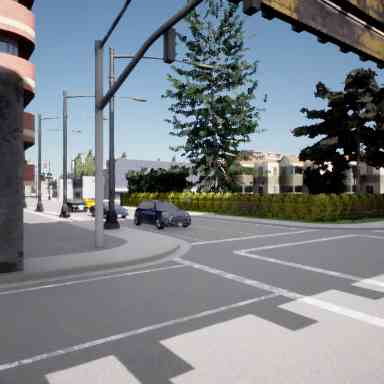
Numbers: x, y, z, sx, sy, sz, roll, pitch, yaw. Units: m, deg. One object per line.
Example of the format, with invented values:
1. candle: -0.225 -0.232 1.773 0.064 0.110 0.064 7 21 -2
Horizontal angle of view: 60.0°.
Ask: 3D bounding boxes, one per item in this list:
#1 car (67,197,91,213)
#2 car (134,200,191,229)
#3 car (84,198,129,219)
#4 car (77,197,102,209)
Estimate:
1. car: -13.318 1.492 37.788 2.128 1.511 4.902 0 0 -35
2. car: -1.988 1.352 21.656 2.097 1.767 4.553 0 0 -35
3. car: -7.462 1.547 29.435 2.033 1.411 5.357 0 0 -35
4. car: -14.086 1.478 45.302 1.882 1.535 5.008 0 0 -34
